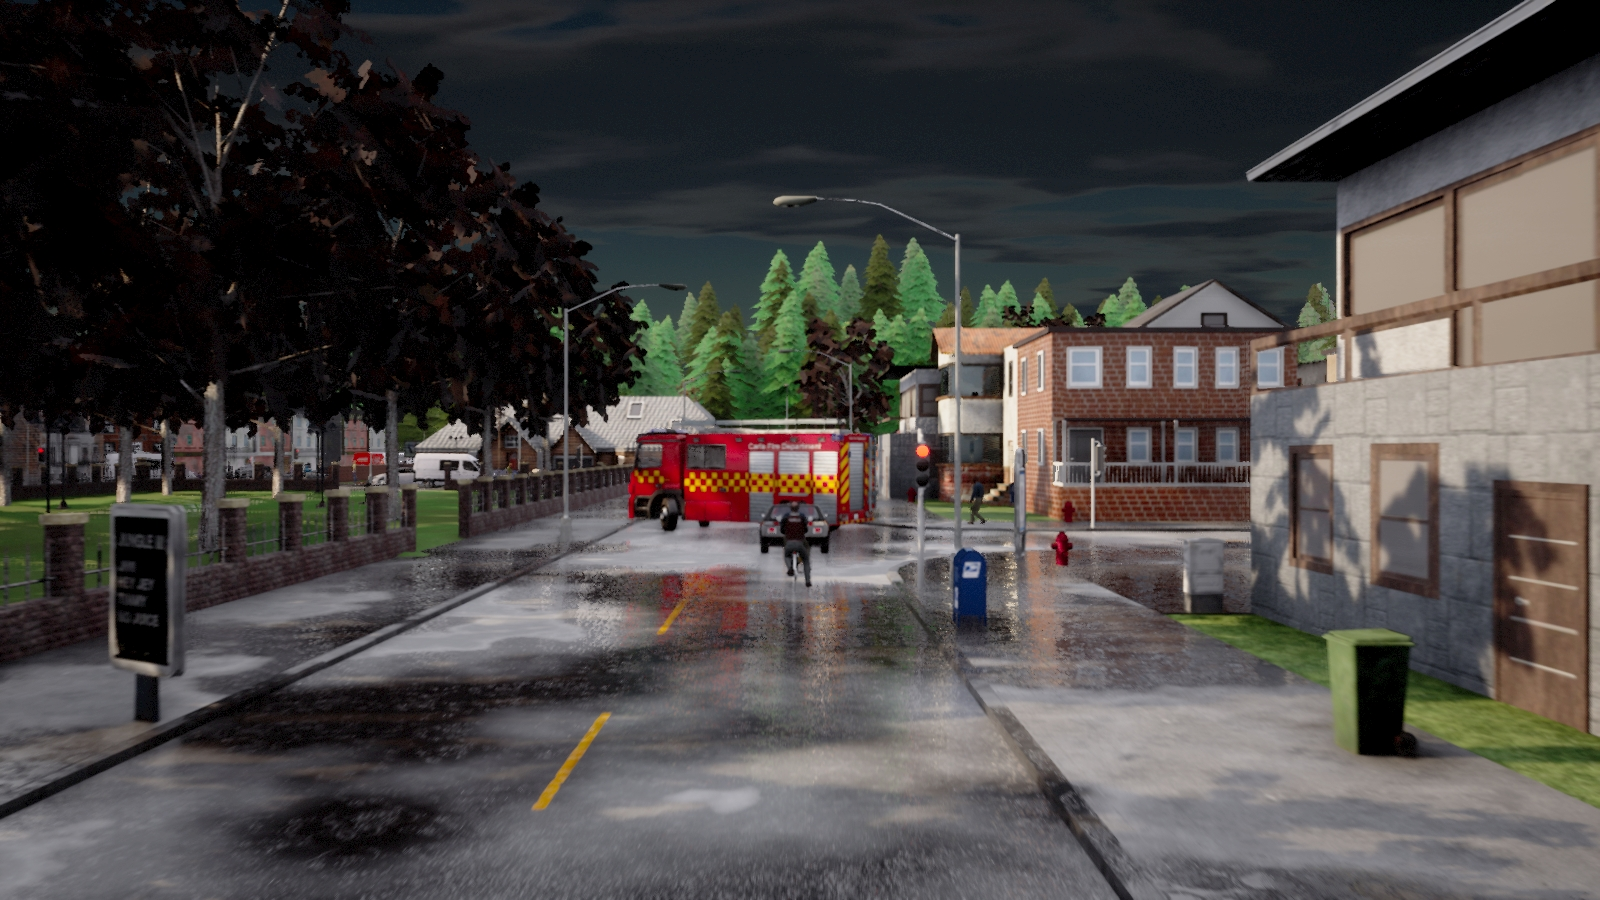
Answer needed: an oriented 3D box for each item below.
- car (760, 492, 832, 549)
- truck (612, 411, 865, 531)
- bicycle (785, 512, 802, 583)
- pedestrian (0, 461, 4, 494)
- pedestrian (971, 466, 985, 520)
[{"bbox_3d":[-0.121,1.935,32.216,1.895,1.301,4.718,0,0,0],"label":"car"},{"bbox_3d":[-2.221,0.671,39.644,8.468,3.827,2.891,0,0,27],"label":"truck"},{"bbox_3d":[-0.123,1.940,23.085,0.329,1.271,1.835,0,0,0],"label":"bicycle"},{"bbox_3d":[-44.802,1.523,63.862,0.375,1.860,0.375,0,0,0],"label":"pedestrian"},{"bbox_3d":[6.299,1.516,40.373,0.375,1.860,0.375,0,0,29],"label":"pedestrian"}]
